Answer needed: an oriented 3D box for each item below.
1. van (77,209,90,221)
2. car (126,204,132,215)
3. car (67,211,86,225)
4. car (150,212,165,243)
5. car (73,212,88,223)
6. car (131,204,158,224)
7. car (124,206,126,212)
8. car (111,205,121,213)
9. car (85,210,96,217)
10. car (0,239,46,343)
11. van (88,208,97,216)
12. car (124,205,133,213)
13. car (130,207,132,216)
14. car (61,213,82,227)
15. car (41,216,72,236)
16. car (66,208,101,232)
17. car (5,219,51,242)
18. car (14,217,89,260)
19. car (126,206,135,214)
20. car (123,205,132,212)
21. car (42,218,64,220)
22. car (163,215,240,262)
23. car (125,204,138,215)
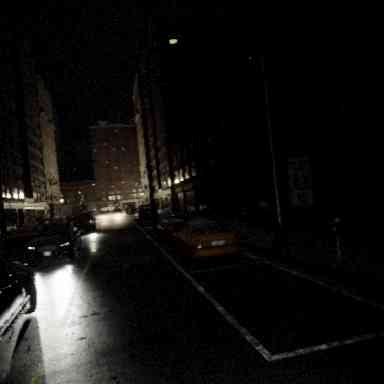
[{"bbox_3d":[-19.006,3.976,58.499,1.690,1.788,3.998,-5,-1,-13],"label":"van"},{"bbox_3d":[-9.534,3.174,55.246,1.752,1.417,4.829,-5,-1,-13],"label":"car"},{"bbox_3d":[-16.545,3.670,47.819,1.967,1.590,4.097,-5,-1,-13],"label":"car"},{"bbox_3d":[-0.902,1.860,17.701,1.802,1.307,4.206,-5,-1,-13],"label":"car"},{"bbox_3d":[-17.725,3.949,52.990,1.752,1.417,4.829,-5,-1,-13],"label":"car"},{"bbox_3d":[-4.607,2.168,33.726,2.192,1.841,5.009,-5,-1,-13],"label":"car"},{"bbox_3d":[-10.720,3.398,60.421,2.008,1.369,4.403,-5,-1,-13],"label":"car"},{"bbox_3d":[-19.234,4.567,85.577,1.837,1.490,4.892,-5,-1,-13],"label":"car"},{"bbox_3d":[-22.663,4.825,74.513,1.947,1.339,4.313,-5,-1,-13],"label":"car"},{"bbox_3d":[-4.091,1.973,5.874,1.812,1.442,4.674,-5,-1,-13],"label":"car"},{"bbox_3d":[-23.908,4.811,79.857,1.690,1.788,3.998,-5,-1,-13],"label":"van"},{"bbox_3d":[-15.632,4.123,81.782,1.967,1.590,4.097,-5,-1,-13],"label":"car"},{"bbox_3d":[-5.814,2.598,39.061,2.008,1.369,4.403,-5,-1,-13],"label":"car"},{"bbox_3d":[-15.308,3.574,42.477,1.887,1.381,4.507,-5,-1,-13],"label":"car"},{"bbox_3d":[-12.855,3.190,31.799,2.008,1.369,4.403,-5,-1,-13],"label":"car"},{"bbox_3d":[-9.398,2.614,28.978,2.097,1.767,4.553,-5,-1,-13],"label":"car"},{"bbox_3d":[-10.401,2.800,21.120,1.887,1.381,4.507,-5,-1,-13],"label":"car"},{"bbox_3d":[-6.344,2.277,15.659,2.128,1.511,4.902,-5,-1,-13],"label":"car"},{"bbox_3d":[-13.212,3.793,71.266,1.752,1.417,4.829,-5,-1,-13],"label":"car"},{"bbox_3d":[-16.858,4.333,87.122,1.967,1.590,4.097,-5,-1,-13],"label":"car"},{"bbox_3d":[-11.637,2.887,26.462,1.967,1.590,4.097,-5,-1,-13],"label":"car"},{"bbox_3d":[0.283,1.623,12.528,1.752,1.417,4.829,-5,-1,-13],"label":"car"},{"bbox_3d":[-11.967,3.369,65.764,2.192,1.841,5.009,-5,-1,-13],"label":"car"}]
